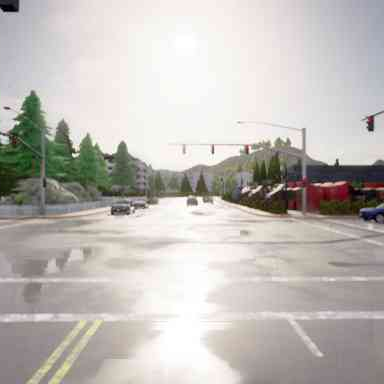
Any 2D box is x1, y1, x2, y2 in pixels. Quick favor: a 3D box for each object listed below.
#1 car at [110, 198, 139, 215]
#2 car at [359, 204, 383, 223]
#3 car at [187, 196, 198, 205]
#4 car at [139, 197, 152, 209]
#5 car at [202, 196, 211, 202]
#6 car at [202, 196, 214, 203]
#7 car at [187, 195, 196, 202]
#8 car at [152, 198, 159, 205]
[{"bbox_3d":[-7.153,1.530,34.850,1.837,1.490,4.892,0,0,1],"label":"car"},{"bbox_3d":[14.919,1.440,24.453,5.008,1.535,1.882,0,0,0],"label":"car"},{"bbox_3d":[0.040,1.606,59.726,1.994,1.385,4.181,0,0,0],"label":"car"},{"bbox_3d":[-7.140,1.559,45.963,1.812,1.442,4.674,0,0,0],"label":"car"},{"bbox_3d":[3.421,1.533,78.342,1.895,1.301,4.718,0,0,0],"label":"car"},{"bbox_3d":[3.430,1.650,69.434,1.895,1.301,4.718,0,0,0],"label":"car"},{"bbox_3d":[-0.080,1.582,78.988,2.128,1.511,4.902,0,0,0],"label":"car"},{"bbox_3d":[-7.111,1.644,60.206,1.895,1.301,4.718,0,0,0],"label":"car"}]
